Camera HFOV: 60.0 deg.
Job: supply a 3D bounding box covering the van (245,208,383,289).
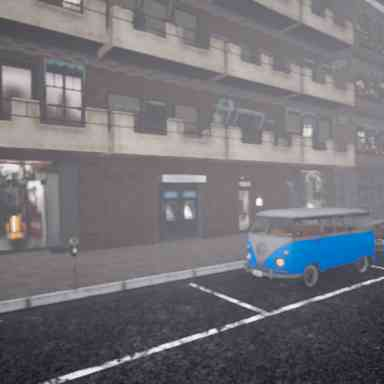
[{"bbox_3d":[3.204,1.326,8.819,3.998,1.788,1.690,0,-1,-35],"label":"van"}]
